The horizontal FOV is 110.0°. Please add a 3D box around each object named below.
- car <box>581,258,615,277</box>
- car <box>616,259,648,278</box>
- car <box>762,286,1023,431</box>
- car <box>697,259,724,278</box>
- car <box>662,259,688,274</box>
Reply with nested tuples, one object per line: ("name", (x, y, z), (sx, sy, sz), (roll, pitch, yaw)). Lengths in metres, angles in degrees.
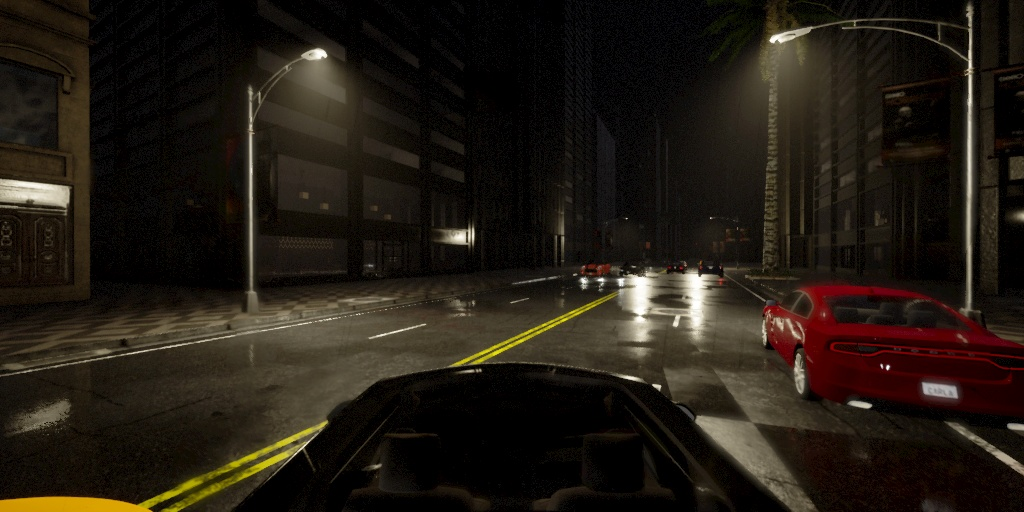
("car", (8.310, 1.114, 35.289), (2.097, 1.767, 4.553), (0, 0, 27))
("car", (11.646, 1.267, 34.666), (1.837, 1.490, 4.892), (0, 0, 27))
("car", (5.516, 1.228, 5.869), (1.882, 1.535, 5.008), (0, 0, 27))
("car", (19.305, 1.117, 34.939), (2.097, 1.767, 4.553), (0, 0, 27))
("car", (18.667, 1.316, 40.762), (2.033, 1.411, 5.357), (0, 0, 27))
